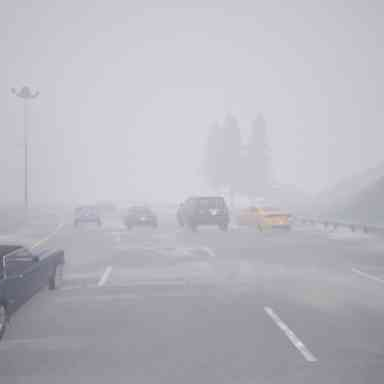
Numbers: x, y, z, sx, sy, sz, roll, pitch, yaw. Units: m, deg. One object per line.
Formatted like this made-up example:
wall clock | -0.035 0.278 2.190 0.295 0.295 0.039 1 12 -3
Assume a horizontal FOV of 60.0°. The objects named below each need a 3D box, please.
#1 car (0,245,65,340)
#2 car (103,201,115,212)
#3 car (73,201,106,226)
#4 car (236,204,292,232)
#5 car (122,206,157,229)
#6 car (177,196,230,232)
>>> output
car | -3.885 1.633 6.167 1.895 1.301 4.718 0 0 -5
car | -10.440 1.699 39.301 1.994 1.385 4.181 0 0 -26
car | -7.732 1.638 24.435 2.033 1.411 5.357 0 0 -19
car | 4.241 1.501 20.380 1.882 1.535 5.008 0 0 -13
car | -3.633 1.630 22.662 1.994 1.385 4.181 0 0 -16
car | 0.572 1.263 20.891 2.150 2.045 5.566 0 0 -14
